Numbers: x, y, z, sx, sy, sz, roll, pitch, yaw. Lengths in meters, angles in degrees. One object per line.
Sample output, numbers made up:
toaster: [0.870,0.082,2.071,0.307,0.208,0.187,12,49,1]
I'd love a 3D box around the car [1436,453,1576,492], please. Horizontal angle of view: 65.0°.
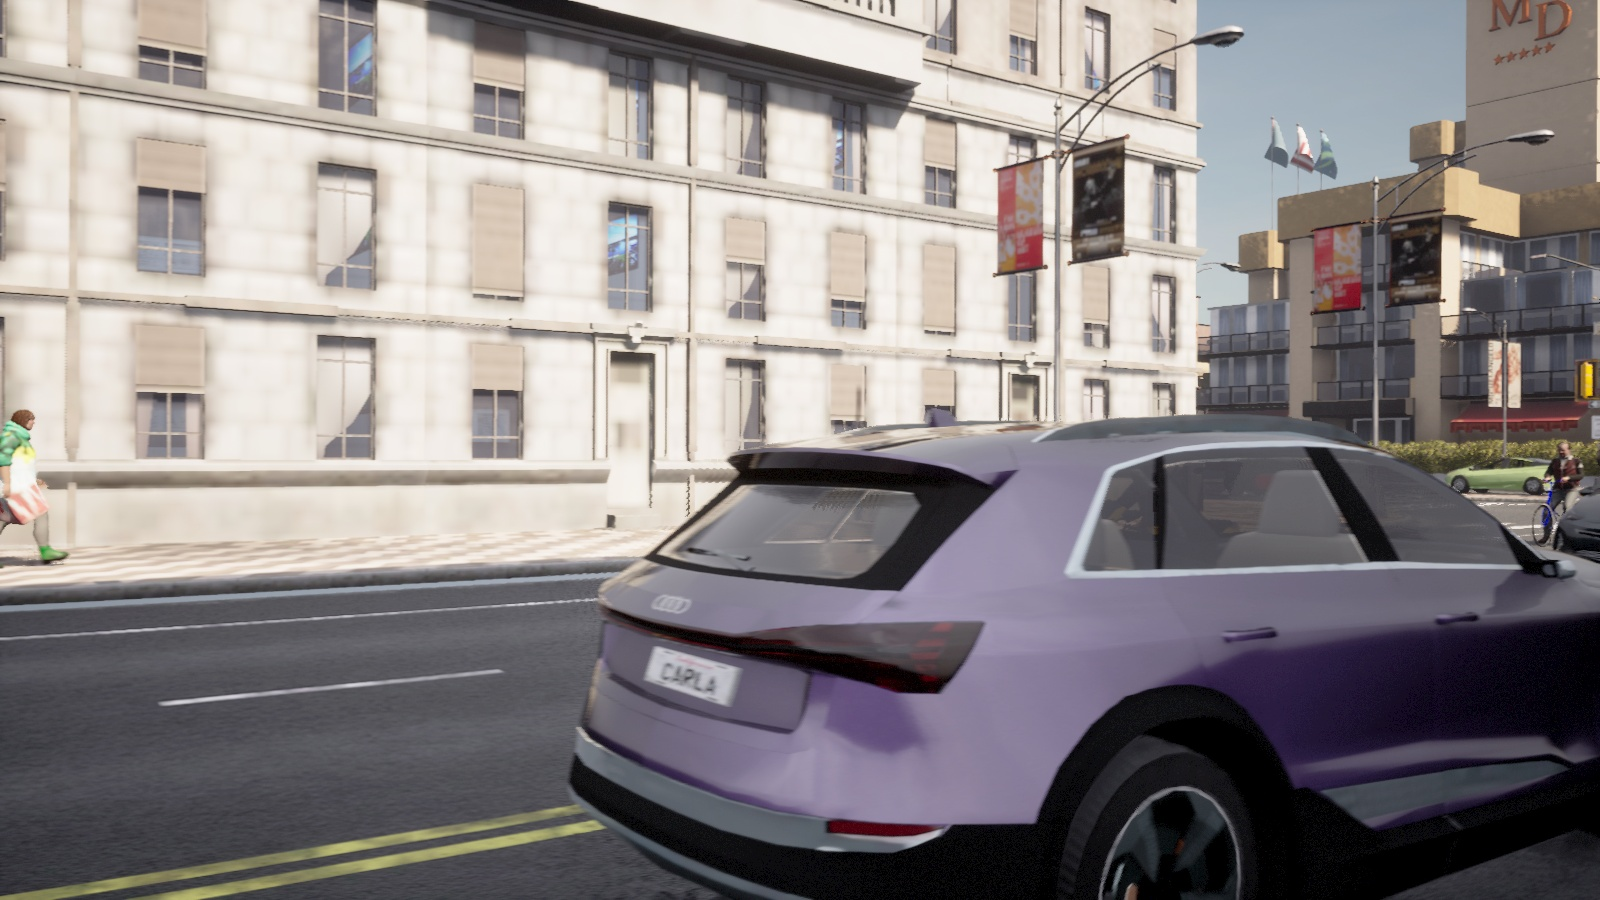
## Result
car: [28.518,0.872,50.826,2.007,1.525,4.514,0,0,-36]

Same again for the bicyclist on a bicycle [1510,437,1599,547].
bicyclist on a bicycle: [12.744,0.689,21.136,1.843,1.776,0.659,0,0,-35]

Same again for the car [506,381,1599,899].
car: [1.587,0.688,4.770,4.856,1.649,2.033,0,0,-35]

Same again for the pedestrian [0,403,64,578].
pedestrian: [-8.995,0.456,14.447,0.873,1.952,0.659,0,0,-33]

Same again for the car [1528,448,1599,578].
car: [11.359,0.747,15.885,4.514,1.525,2.007,0,0,-35]
